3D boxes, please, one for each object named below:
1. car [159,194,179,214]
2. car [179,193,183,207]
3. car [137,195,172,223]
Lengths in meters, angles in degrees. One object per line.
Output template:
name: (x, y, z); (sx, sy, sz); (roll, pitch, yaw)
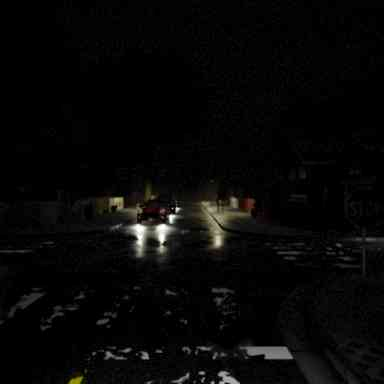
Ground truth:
car: (-2.905, 1.219, 36.251); (2.150, 2.045, 5.566); (0, 0, 0)
car: (-2.870, 1.357, 48.804); (2.097, 1.767, 4.553); (0, 0, 3)
car: (-2.888, 1.347, 25.451); (2.097, 1.767, 4.553); (0, 0, 0)
